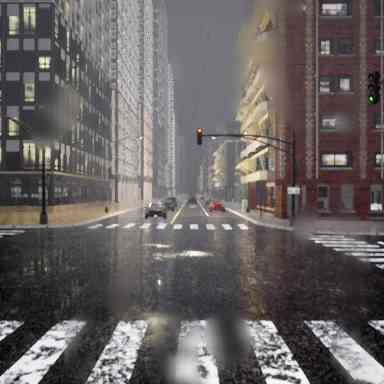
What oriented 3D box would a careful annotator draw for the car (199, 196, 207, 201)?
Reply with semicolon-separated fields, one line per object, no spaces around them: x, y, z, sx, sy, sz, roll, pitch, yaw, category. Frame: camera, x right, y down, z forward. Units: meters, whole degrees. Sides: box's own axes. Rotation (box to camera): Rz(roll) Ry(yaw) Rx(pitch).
2.716;1.614;84.017;1.802;1.307;4.206;0;0;0;car

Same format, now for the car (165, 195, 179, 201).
-3.038;1.514;49.912;1.837;1.490;4.892;0;0;0;car

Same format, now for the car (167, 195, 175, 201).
-5.662;1.583;89.669;1.887;1.381;4.507;0;0;0;car

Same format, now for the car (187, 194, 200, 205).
0.019;1.540;59.808;1.812;1.442;4.674;0;0;0;car

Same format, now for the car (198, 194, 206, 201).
2.718;1.478;89.666;1.967;1.590;4.097;0;0;0;car

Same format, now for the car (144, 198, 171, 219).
-3.109;1.548;29.478;2.033;1.411;5.357;0;0;-4;car

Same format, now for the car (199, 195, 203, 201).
2.709;1.563;55.774;2.008;1.369;4.403;0;0;0;car

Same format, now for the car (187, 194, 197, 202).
0.023;1.208;69.781;2.097;1.767;4.553;0;0;0;car

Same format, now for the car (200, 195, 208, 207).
2.707;1.560;50.126;2.008;1.369;4.403;0;0;0;car

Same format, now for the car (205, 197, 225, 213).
2.754;1.586;37.209;1.802;1.307;4.206;0;0;0;car

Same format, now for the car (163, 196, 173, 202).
-5.665;1.578;78.371;2.008;1.369;4.403;0;0;0;car

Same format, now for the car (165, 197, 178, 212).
-3.070;1.569;39.497;1.994;1.385;4.181;0;0;1;car
